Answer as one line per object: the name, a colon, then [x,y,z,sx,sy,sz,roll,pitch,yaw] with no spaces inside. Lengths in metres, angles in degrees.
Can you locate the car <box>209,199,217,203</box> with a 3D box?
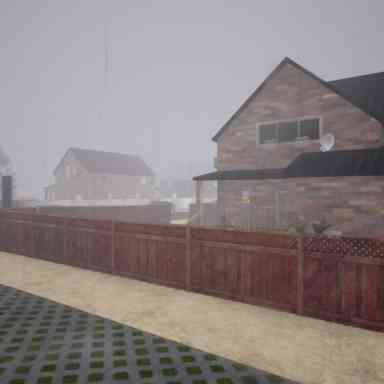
car: [3.519,1.736,45.247,1.882,1.535,5.008,0,0,36]

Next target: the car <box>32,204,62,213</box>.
car: [-11.044,1.643,24.780,2.033,1.411,5.357,0,0,35]

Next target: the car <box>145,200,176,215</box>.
car: [-3.680,1.678,35.151,1.837,1.490,4.892,0,0,35]
